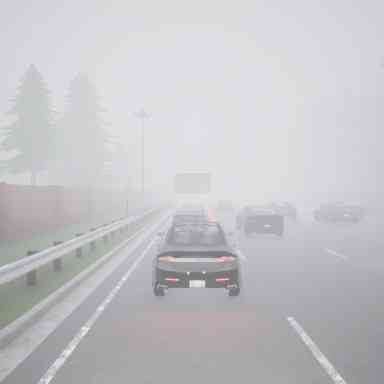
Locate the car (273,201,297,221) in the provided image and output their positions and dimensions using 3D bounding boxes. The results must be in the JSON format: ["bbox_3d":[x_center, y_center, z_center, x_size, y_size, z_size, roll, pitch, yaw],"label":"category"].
[{"bbox_3d":[7.094,1.492,27.290,2.128,1.511,4.902,0,0,0],"label":"car"}]

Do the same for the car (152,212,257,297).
[{"bbox_3d":[0.098,1.491,8.595,2.128,1.511,4.902,0,0,0],"label":"car"}]

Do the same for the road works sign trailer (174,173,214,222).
[{"bbox_3d":[0.061,0.464,22.956,2.380,3.560,2.880,0,0,-1],"label":"road works sign trailer"}]

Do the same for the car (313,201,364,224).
[{"bbox_3d":[10.595,1.565,24.781,1.994,1.385,4.181,0,0,0],"label":"car"}]

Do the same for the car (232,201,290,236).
[{"bbox_3d":[3.596,1.477,18.350,1.882,1.535,5.008,0,0,0],"label":"car"}]

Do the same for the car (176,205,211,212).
[{"bbox_3d":[0.040,1.474,19.037,1.882,1.535,5.008,0,0,5],"label":"car"}]

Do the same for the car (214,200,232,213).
[{"bbox_3d":[3.600,1.547,37.407,2.033,1.411,5.357,0,0,0],"label":"car"}]
